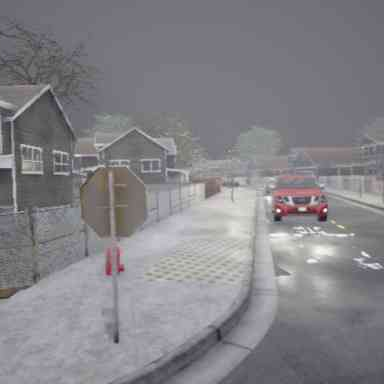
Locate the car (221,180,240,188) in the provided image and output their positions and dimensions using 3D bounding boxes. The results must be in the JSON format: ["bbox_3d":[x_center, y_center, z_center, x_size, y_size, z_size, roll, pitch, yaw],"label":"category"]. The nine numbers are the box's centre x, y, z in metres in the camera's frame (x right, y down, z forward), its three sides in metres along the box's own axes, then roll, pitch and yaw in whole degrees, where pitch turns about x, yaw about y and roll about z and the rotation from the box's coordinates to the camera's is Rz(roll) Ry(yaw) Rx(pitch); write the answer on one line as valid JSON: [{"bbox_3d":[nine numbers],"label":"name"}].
[{"bbox_3d":[6.320,-1.392,55.101,1.895,1.301,4.718,-2,3,-12],"label":"car"}]

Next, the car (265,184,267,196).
[{"bbox_3d":[8.189,-0.414,32.540,1.994,1.385,4.181,-1,3,10],"label":"car"}]

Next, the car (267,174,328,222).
[{"bbox_3d":[4.933,0.177,15.960,2.150,2.045,5.566,-1,3,12],"label":"car"}]
